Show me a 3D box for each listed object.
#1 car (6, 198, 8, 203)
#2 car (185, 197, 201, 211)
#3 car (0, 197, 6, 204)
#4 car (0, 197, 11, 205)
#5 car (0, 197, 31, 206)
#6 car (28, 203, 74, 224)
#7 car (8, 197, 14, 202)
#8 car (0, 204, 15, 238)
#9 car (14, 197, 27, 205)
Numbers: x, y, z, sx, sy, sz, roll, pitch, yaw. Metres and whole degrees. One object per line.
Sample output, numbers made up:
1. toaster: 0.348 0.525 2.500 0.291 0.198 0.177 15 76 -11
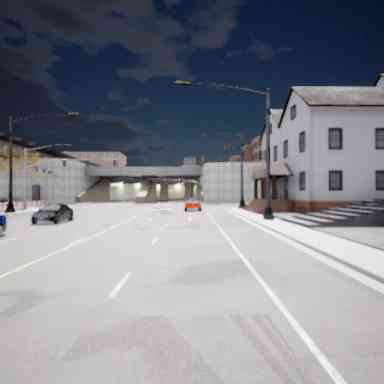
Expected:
1. car: -31.661 1.658 50.978 2.038 1.542 4.974 0 0 44
2. car: 0.107 1.482 43.251 2.097 1.767 4.553 0 0 0
3. car: -31.696 1.500 50.940 1.853 1.218 4.536 0 0 44
4. car: -31.702 1.514 55.628 1.853 1.218 4.536 0 0 -36
5. car: -32.459 1.689 60.952 2.038 1.542 4.974 0 0 29
6. car: -10.584 1.618 25.641 1.812 1.442 4.674 0 0 0
7. car: -31.671 1.672 55.586 2.038 1.542 4.974 0 0 -36
8. car: -10.596 1.540 15.367 1.882 1.535 5.008 0 0 0
9. car: -32.484 1.531 60.907 1.853 1.218 4.536 0 0 29
